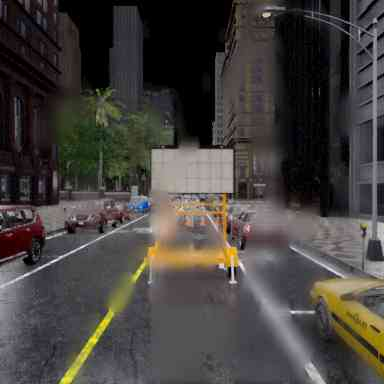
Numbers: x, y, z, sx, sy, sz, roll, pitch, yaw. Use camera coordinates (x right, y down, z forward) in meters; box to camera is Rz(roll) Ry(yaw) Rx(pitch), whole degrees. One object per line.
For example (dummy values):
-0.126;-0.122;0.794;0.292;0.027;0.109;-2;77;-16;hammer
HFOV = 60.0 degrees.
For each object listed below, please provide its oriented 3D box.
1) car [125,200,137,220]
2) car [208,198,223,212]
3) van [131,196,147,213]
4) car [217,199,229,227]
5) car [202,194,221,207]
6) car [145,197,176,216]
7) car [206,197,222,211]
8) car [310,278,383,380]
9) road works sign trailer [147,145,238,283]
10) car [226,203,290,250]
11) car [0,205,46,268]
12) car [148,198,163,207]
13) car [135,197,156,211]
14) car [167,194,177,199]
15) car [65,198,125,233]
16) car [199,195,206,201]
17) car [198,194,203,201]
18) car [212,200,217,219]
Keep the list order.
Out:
-5.734;1.549;25.191;1.887;1.381;4.507;0;0;0;car
2.798;1.557;30.593;2.008;1.369;4.403;0;0;0;car
-5.721;1.350;36.044;1.690;1.788;3.998;0;0;0;van
2.784;1.442;19.743;1.967;1.590;4.097;0;0;0;car
2.811;1.326;41.443;2.192;1.841;5.009;0;0;0;car
-2.959;1.498;32.250;2.128;1.511;4.902;0;0;0;car
2.805;1.534;36.188;1.752;1.417;4.829;0;0;0;car
2.765;1.525;3.638;1.752;1.417;4.829;0;0;0;car
0.013;0.464;9.596;2.380;3.560;2.880;0;0;0;road works sign trailer
2.777;1.441;14.318;1.967;1.590;4.097;0;0;0;car
-5.755;1.315;8.914;2.192;1.841;5.009;0;0;0;car
-5.700;1.594;52.322;1.802;1.307;4.206;0;0;0;car
-5.714;1.451;41.470;1.967;1.590;4.097;0;0;0;car
-5.660;1.559;84.182;2.008;1.369;4.403;0;0;0;car
-5.742;1.317;19.766;2.192;1.841;5.009;0;0;0;car
2.872;1.532;89.742;1.752;1.417;4.829;0;0;0;car
2.858;1.576;78.731;1.947;1.339;4.313;0;0;0;car
2.790;1.549;25.168;1.887;1.381;4.507;0;0;0;car
